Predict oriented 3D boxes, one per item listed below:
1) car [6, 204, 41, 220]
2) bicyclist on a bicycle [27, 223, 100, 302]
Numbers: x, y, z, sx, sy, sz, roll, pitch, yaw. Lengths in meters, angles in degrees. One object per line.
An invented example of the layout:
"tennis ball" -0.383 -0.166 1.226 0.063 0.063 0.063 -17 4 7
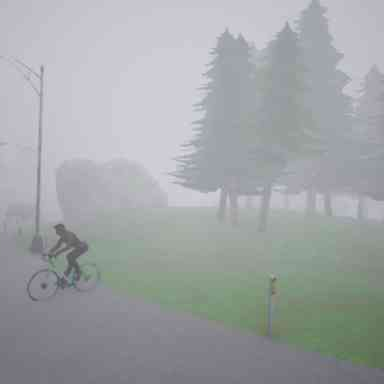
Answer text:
"car" -21.315 2.539 42.374 2.150 2.045 5.566 2 -3 0
"bicyclist on a bicycle" -2.758 1.501 7.309 0.582 1.620 1.656 0 -1 44
